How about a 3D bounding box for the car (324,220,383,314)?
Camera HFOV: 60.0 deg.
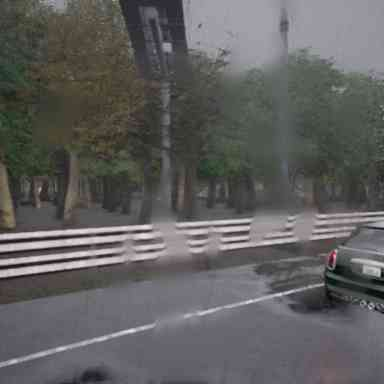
[{"bbox_3d":[4.786,1.325,6.645,4.553,1.767,2.097,0,0,-32],"label":"car"}]
